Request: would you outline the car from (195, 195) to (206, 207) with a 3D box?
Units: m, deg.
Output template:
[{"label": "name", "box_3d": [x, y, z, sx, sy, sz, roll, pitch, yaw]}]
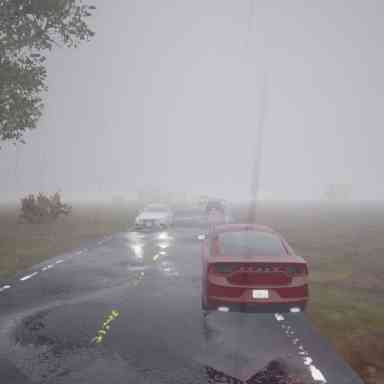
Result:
[{"label": "car", "box_3d": [1.788, 1.327, 51.002, 2.097, 1.767, 4.553, 0, 0, 11]}]

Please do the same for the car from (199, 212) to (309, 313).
[{"label": "car", "box_3d": [1.171, 1.478, 7.792, 1.882, 1.535, 5.008, 0, 0, 2]}]

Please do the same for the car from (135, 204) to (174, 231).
[{"label": "car", "box_3d": [-2.232, 1.522, 20.857, 1.812, 1.442, 4.674, 0, 0, 4]}]

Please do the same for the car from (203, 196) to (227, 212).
[{"label": "car", "box_3d": [2.584, 1.492, 36.615, 1.837, 1.490, 4.892, 0, 0, 8]}]
